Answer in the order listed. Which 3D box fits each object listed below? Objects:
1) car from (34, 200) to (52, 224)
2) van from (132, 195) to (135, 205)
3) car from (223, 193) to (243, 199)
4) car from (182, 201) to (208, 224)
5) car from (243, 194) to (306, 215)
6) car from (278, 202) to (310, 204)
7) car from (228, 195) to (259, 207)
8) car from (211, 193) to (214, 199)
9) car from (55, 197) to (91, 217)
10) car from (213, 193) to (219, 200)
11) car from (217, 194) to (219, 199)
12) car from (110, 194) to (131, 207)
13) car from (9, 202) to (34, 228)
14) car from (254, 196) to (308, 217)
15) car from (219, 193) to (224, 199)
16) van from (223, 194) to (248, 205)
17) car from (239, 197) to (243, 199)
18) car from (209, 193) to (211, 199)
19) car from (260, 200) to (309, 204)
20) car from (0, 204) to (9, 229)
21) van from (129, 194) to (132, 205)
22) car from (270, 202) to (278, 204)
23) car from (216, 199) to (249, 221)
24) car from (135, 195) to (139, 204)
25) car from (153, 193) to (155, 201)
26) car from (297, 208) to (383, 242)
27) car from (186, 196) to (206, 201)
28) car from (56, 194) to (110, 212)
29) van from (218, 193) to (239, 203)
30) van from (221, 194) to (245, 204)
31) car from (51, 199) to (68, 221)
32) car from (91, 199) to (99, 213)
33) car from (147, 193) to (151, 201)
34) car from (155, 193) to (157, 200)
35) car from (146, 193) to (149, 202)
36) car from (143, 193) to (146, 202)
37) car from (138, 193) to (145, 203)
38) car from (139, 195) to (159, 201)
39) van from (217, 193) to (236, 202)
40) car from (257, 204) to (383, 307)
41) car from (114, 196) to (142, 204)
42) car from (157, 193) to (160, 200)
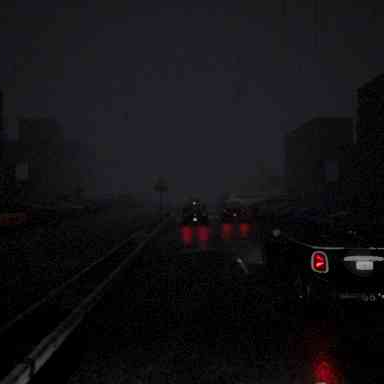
[{"bbox_3d":[-12.542,1.523,22.647,4.792,1.488,2.163,0,0,1],"label":"car"},{"bbox_3d":[-12.418,1.293,55.993,4.442,1.987,1.878,0,0,0],"label":"van"},{"bbox_3d":[7.918,1.300,49.149,5.566,2.045,2.435,0,0,0],"label":"car"},{"bbox_3d":[0.229,1.636,25.409,1.895,1.301,4.718,0,0,0],"label":"car"},{"bbox_3d":[7.763,1.274,29.845,5.566,2.045,2.435,0,0,0],"label":"car"},{"bbox_3d":[7.729,1.496,18.815,5.008,1.535,2.097,0,0,0],"label":"car"},{"bbox_3d":[7.934,1.426,51.784,4.553,1.767,2.185,0,0,0],"label":"car"},{"bbox_3d":[8.087,1.299,82.241,5.566,2.045,2.435,0,0,0],"label":"car"},{"bbox_3d":[-12.454,1.504,30.977,5.008,1.535,2.097,0,0,0],"label":"car"},{"bbox_3d":[7.817,1.540,71.212,5.366,1.575,1.946,0,0,0],"label":"car"},{"bbox_3d":[7.986,1.583,68.454,4.674,1.452,2.002,0,0,0],"label":"car"},{"bbox_3d":[-12.328,1.519,50.434,4.892,1.521,2.231,0,0,0],"label":"car"},{"bbox_3d":[-12.724,1.487,19.870,5.366,1.575,1.946,0,0,1],"label":"car"},{"bbox_3d":[7.746,1.393,27.088,4.553,1.767,2.185,0,0,0],"label":"car"},{"bbox_3d":[7.960,1.298,57.424,5.566,2.045,2.435,0,0,0],"label":"car"},{"bbox_3d":[7.830,1.322,60.182,4.442,1.987,1.878,0,0,0],"label":"van"},{"bbox_3d":[7.790,1.567,35.361,4.792,1.488,2.163,0,0,0],"label":"car"},{"bbox_3d":[8.109,1.577,93.269,4.892,1.521,2.231,0,0,0],"label":"car"},{"bbox_3d":[7.761,1.552,24.460,4.674,1.452,2.002,0,0,0],"label":"car"},{"bbox_3d":[-12.534,1.516,17.089,4.792,1.488,2.163,0,0,1],"label":"car"},{"bbox_3d":[-12.435,1.292,53.214,4.442,1.987,1.878,0,0,0],"label":"van"},{"bbox_3d":[7.746,1.544,21.571,4.674,1.452,2.002,0,0,0],"label":"car"},{"bbox_3d":[3.239,1.566,27.441,1.812,1.442,4.674,0,0,0],"label":"car"},{"bbox_3d":[-12.288,1.559,58.772,4.674,1.452,2.002,0,0,0],"label":"car"},{"bbox_3d":[-12.152,1.568,81.005,4.674,1.452,2.002,0,0,0],"label":"car"},{"bbox_3d":[7.723,1.530,16.057,4.674,1.452,2.002,0,0,0],"label":"car"},{"bbox_3d":[0.314,1.420,42.181,2.097,1.767,4.553,0,0,0],"label":"car"},{"bbox_3d":[-12.388,1.258,36.536,5.566,2.045,2.435,0,0,0],"label":"car"},{"bbox_3d":[8.133,1.317,73.970,4.442,1.987,1.878,0,0,0],"label":"van"},{"bbox_3d":[8.091,1.318,65.697,4.442,1.987,1.878,0,0,0],"label":"van"},{"bbox_3d":[-12.495,1.497,25.302,5.008,1.535,2.097,0,0,1],"label":"car"},{"bbox_3d":[-12.426,1.508,33.757,4.892,1.521,2.231,0,0,0],"label":"car"},{"bbox_3d":[-12.209,1.520,72.668,4.892,1.521,2.231,0,0,0],"label":"car"},{"bbox_3d":[-12.132,1.535,83.784,4.892,1.521,2.231,0,0,0],"label":"car"},{"bbox_3d":[-12.215,1.518,69.891,5.008,1.535,2.097,0,0,0],"label":"car"},{"bbox_3d":[-12.267,1.392,67.110,4.553,1.767,2.185,0,0,0],"label":"car"},{"bbox_3d":[-12.084,1.515,61.551,5.366,1.575,1.946,0,0,0],"label":"car"},{"bbox_3d":[-11.903,1.554,92.119,5.366,1.575,1.946,0,0,0],"label":"car"},{"bbox_3d":[8.161,1.322,79.482,4.442,1.987,1.878,0,0,0],"label":"van"},{"bbox_3d":[3.139,1.352,8.151,2.097,1.767,4.553,0,0,0],"label":"car"},{"bbox_3d":[-12.247,1.518,64.331,5.008,1.535,2.097,0,0,0],"label":"car"},{"bbox_3d":[-12.077,1.296,89.343,5.566,2.045,2.435,0,0,0],"label":"car"}]
